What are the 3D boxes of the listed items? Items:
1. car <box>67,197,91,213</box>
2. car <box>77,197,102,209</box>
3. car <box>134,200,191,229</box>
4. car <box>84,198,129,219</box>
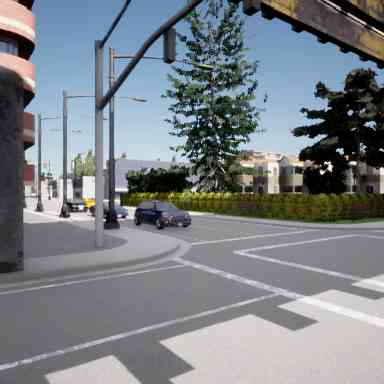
[{"bbox_3d":[-13.318,1.492,37.788,2.128,1.511,4.902,0,0,-35],"label":"car"},{"bbox_3d":[-14.086,1.478,45.302,1.882,1.535,5.008,0,0,-34],"label":"car"},{"bbox_3d":[-1.988,1.352,21.656,2.097,1.767,4.553,0,0,-35],"label":"car"},{"bbox_3d":[-7.462,1.547,29.435,2.033,1.411,5.357,0,0,-35],"label":"car"}]
